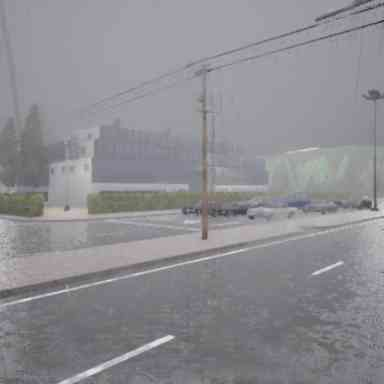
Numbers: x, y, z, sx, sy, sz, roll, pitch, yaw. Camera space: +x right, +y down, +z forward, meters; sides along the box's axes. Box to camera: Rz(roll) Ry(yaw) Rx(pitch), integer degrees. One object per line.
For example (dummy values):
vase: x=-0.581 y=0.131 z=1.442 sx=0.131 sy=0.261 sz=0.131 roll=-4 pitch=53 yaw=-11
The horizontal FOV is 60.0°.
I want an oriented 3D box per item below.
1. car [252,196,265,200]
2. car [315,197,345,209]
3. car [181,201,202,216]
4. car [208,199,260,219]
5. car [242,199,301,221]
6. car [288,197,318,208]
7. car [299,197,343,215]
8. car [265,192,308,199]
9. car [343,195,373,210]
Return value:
car: x=7.523 y=1.203 z=37.034 sx=2.097 sy=1.767 sz=4.553 roll=0 pitch=0 yaw=45
car: x=17.537 y=1.390 z=42.130 sx=1.895 sy=1.301 sz=4.718 roll=0 pitch=0 yaw=45
car: x=1.227 y=1.500 z=30.786 sx=4.718 sy=1.301 sz=1.895 roll=0 pitch=0 yaw=-45
car: x=3.550 y=1.498 z=28.173 sx=4.718 sy=1.301 sz=1.895 roll=0 pitch=0 yaw=-45
car: x=6.296 y=1.492 z=25.968 sx=4.718 sy=1.301 sz=1.895 roll=0 pitch=0 yaw=-45
car: x=14.784 y=1.396 z=44.326 sx=1.895 sy=1.301 sz=4.718 roll=0 pitch=0 yaw=45
car: x=12.439 y=1.408 z=32.050 sx=1.994 sy=1.385 sz=4.181 roll=0 pitch=0 yaw=45
car: x=10.411 y=1.066 z=34.975 sx=2.150 sy=2.045 sz=5.566 roll=0 pitch=0 yaw=45
car: x=19.507 y=1.142 z=39.149 sx=2.097 sy=1.767 sz=4.553 roll=0 pitch=0 yaw=45
